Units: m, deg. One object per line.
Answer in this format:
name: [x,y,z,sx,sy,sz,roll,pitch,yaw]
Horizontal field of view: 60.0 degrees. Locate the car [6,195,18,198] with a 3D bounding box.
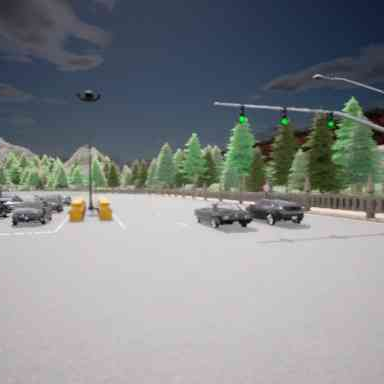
car: [-17.711,1.247,34.041,1.895,1.301,4.718,-1,1,-17]

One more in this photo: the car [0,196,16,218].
car: [-14.803,1.316,24.362,2.033,1.411,5.357,-1,1,-17]

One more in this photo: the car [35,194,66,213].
car: [-13.251,1.146,31.314,1.837,1.490,4.892,-1,1,-17]

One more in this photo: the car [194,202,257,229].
car: [1.599,1.273,19.084,1.895,1.301,4.718,-1,1,-17]

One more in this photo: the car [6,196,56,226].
car: [-10.397,1.265,21.839,1.837,1.490,4.892,-1,1,-17]

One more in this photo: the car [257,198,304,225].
car: [4.863,1.120,20.377,1.837,1.490,4.892,-1,1,-17]

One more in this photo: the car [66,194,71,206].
car: [-16.774,0.983,43.060,2.128,1.511,4.902,-1,1,-16]
